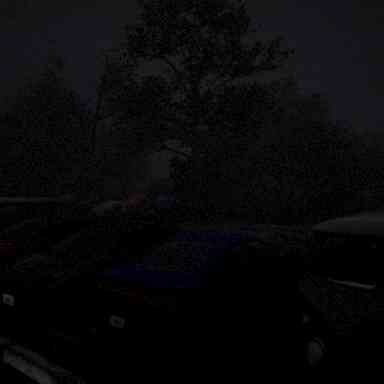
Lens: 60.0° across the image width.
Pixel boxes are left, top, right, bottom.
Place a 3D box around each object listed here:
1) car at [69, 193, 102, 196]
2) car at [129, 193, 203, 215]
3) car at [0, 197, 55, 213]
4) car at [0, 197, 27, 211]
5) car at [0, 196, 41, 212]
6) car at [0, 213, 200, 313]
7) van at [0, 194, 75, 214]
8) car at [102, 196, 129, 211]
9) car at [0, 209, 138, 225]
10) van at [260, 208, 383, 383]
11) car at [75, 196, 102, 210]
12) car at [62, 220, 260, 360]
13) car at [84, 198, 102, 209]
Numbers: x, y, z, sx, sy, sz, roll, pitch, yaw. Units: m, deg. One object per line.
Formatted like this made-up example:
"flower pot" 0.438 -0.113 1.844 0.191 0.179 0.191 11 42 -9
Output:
"car" -10.358 1.078 29.871 2.435 2.045 5.566 0 0 35
"car" -1.376 1.135 23.490 2.435 2.045 5.566 0 0 35
"car" -17.156 1.303 34.727 2.097 1.535 5.008 0 0 35
"car" -21.695 1.326 37.957 2.002 1.452 4.674 0 0 35
"car" -19.531 1.291 36.194 1.946 1.575 5.366 0 0 35
"car" -1.798 1.468 7.746 2.163 1.488 4.792 0 0 35
"van" -6.418 1.178 10.920 1.878 1.987 4.442 0 0 35
"car" -3.547 1.119 25.031 2.435 2.045 5.566 0 0 35
"car" -4.084 1.451 9.369 2.163 1.488 4.792 0 0 35
"van" 2.723 1.248 4.427 1.878 1.987 4.442 0 0 35
"car" -8.074 1.342 28.276 2.097 1.535 5.008 0 0 35
"car" 0.501 1.456 6.142 2.097 1.535 5.008 0 0 35
"car" -5.903 1.394 26.738 2.002 1.452 4.674 0 0 35
